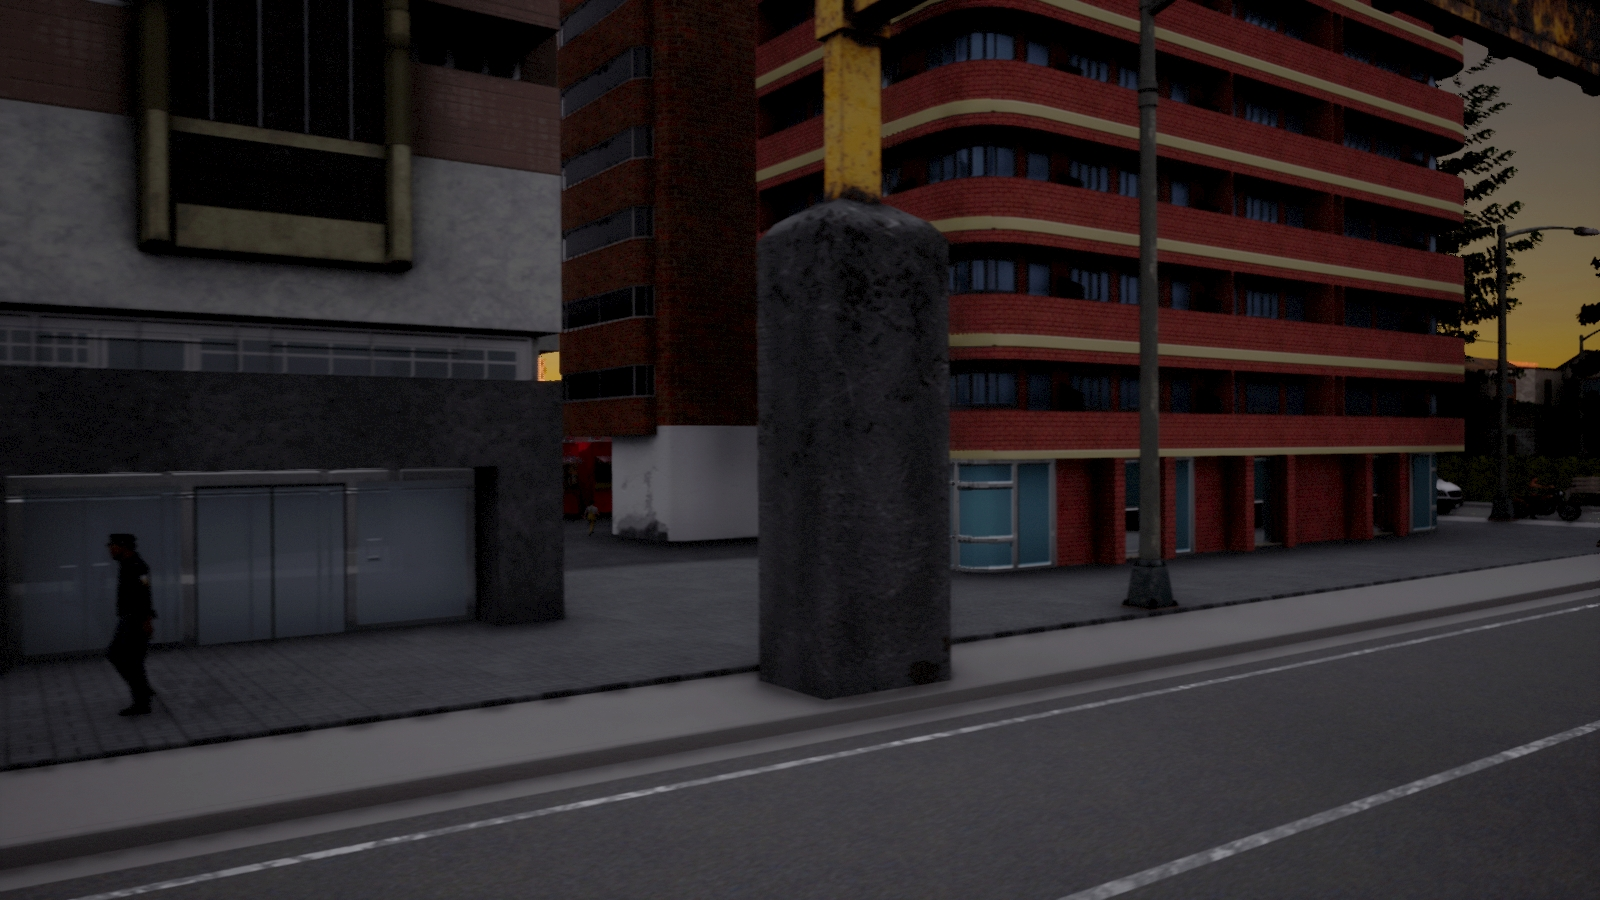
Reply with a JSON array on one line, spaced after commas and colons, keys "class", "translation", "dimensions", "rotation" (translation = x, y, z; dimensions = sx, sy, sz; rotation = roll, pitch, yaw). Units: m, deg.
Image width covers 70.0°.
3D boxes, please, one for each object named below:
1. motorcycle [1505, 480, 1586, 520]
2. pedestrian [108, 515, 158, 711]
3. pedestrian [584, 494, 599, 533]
[{"class": "motorcycle", "translation": [26.943, 1.775, 41.343], "dimensions": [0.764, 1.332, 2.356], "rotation": [-1, 0, -35]}, {"class": "pedestrian", "translation": [-6.579, 1.588, 11.265], "dimensions": [0.375, 1.860, 0.375], "rotation": [-1, 0, -35]}, {"class": "pedestrian", "translation": [-7.132, 2.173, 39.040], "dimensions": [0.375, 1.300, 0.375], "rotation": [0, 0, 16]}]
